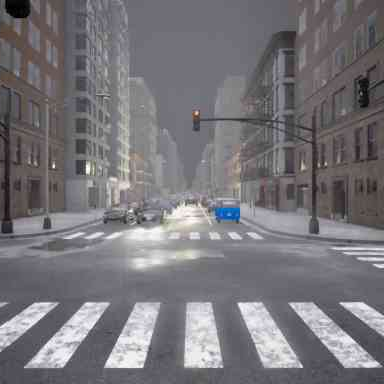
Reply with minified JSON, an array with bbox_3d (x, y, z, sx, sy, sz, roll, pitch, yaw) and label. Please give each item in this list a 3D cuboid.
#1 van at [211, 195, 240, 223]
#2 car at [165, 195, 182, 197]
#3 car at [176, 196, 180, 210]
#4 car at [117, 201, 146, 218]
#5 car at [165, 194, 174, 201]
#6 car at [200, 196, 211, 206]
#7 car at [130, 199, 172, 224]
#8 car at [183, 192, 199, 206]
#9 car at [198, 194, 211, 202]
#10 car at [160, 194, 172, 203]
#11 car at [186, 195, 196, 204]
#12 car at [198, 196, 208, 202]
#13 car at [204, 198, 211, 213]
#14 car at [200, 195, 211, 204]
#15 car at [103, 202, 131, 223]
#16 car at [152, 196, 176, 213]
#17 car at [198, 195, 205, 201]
[{"bbox_3d":[2.591,1.340,24.975,1.690,1.788,3.998,0,0,0],"label":"van"},{"bbox_3d":[-2.902,1.555,53.195,1.994,1.385,4.181,0,0,1],"label":"car"},{"bbox_3d":[-2.925,1.560,43.173,1.994,1.385,4.181,0,0,0],"label":"car"},{"bbox_3d":[-5.444,1.543,30.633,1.887,1.381,4.507,0,0,0],"label":"car"},{"bbox_3d":[-5.535,1.410,81.770,1.967,1.590,4.097,0,0,0],"label":"car"},{"bbox_3d":[2.551,1.577,47.700,1.802,1.307,4.206,0,0,0],"label":"car"},{"bbox_3d":[-2.882,1.491,24.504,2.128,1.511,4.902,0,0,-1],"label":"car"},{"bbox_3d":[-0.100,1.341,55.069,2.097,1.767,4.553,0,0,0],"label":"car"},{"bbox_3d":[2.541,1.306,53.381,2.192,1.841,5.009,0,0,0],"label":"car"},{"bbox_3d":[-5.515,1.293,70.406,2.192,1.841,5.009,0,0,0],"label":"car"},{"bbox_3d":[-0.118,1.460,65.102,1.882,1.535,5.008,0,0,0],"label":"car"},{"bbox_3d":[2.500,1.525,76.106,2.008,1.369,4.403,0,0,0],"label":"car"},{"bbox_3d":[2.571,1.580,36.337,1.802,1.307,4.206,0,0,0],"label":"car"},{"bbox_3d":[2.520,1.422,64.744,1.967,1.590,4.097,0,0,0],"label":"car"},{"bbox_3d":[-5.434,1.550,24.952,2.008,1.369,4.403,0,0,0],"label":"car"},{"bbox_3d":[-2.912,1.476,33.947,1.882,1.535,5.008,0,0,0],"label":"car"},{"bbox_3d":[2.480,1.532,87.469,1.947,1.339,4.313,0,0,0],"label":"car"}]
